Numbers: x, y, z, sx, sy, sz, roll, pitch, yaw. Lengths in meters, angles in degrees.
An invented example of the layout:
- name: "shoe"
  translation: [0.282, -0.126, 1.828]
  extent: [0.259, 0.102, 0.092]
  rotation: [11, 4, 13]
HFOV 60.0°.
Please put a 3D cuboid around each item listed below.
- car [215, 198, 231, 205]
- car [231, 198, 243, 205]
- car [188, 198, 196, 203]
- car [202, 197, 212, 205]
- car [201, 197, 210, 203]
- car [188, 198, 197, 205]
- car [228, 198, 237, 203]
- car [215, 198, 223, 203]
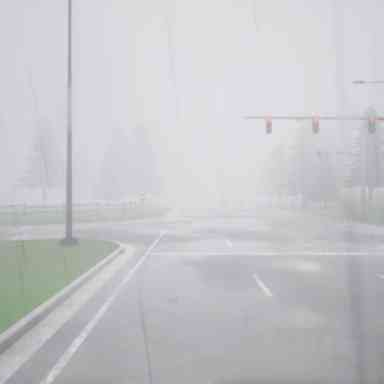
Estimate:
- name: "car"
  translation: [7.039, 2.212, 75.757]
  extent: [2.128, 1.511, 4.902]
  rotation: [0, -1, 0]
- name: "car"
  translation: [10.539, 2.227, 75.755]
  extent: [2.033, 1.411, 5.357]
  rotation: [0, -1, 0]
- name: "car"
  translation: [0.045, 2.252, 87.461]
  extent: [1.895, 1.301, 4.718]
  rotation: [0, -1, 0]
- name: "car"
  translation: [3.539, 2.165, 75.760]
  extent: [1.882, 1.535, 5.008]
  rotation: [0, -1, 0]
- name: "car"
  translation: [3.545, 2.181, 87.429]
  extent: [2.128, 1.511, 4.902]
  rotation: [0, -1, 0]
- name: "car"
  translation: [0.039, 2.212, 75.761]
  extent: [2.128, 1.511, 4.902]
  rotation: [0, -1, 0]
- name: "car"
  translation: [10.545, 2.252, 87.455]
  extent: [1.895, 1.301, 4.718]
  rotation: [0, -1, 0]
- name: "car"
  translation: [7.045, 2.252, 87.457]
  extent: [1.895, 1.301, 4.718]
  rotation: [0, -1, 0]
